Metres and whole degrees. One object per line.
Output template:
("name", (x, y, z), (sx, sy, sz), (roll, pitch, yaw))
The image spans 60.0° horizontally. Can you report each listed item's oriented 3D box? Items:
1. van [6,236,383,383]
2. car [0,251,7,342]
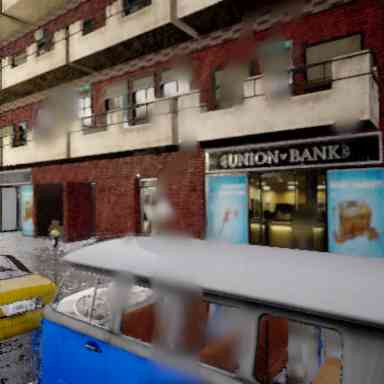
("van", (0.440, 1.344, 2.578), (3.998, 1.788, 1.690), (0, -1, 35))
("car", (-4.238, 1.544, 5.906), (4.829, 1.417, 1.752), (0, -1, 35))
